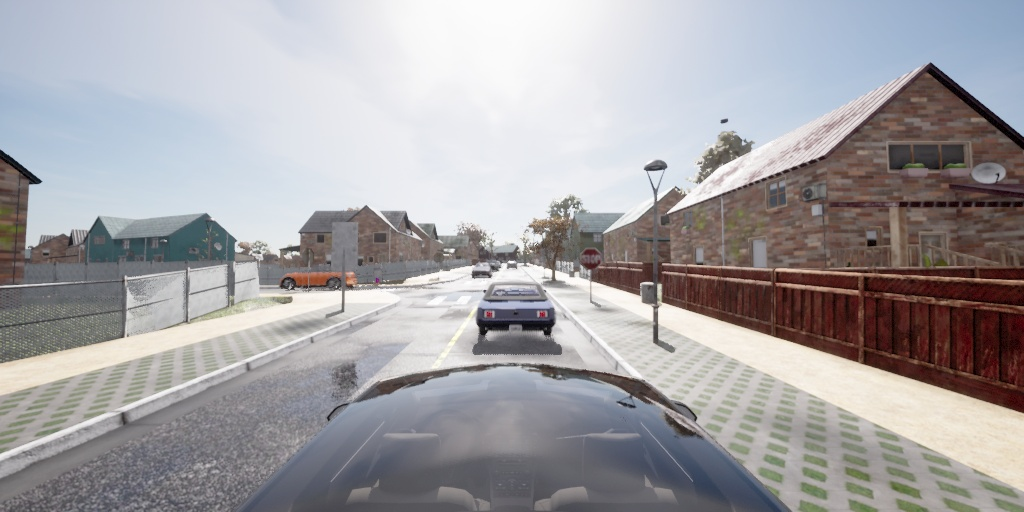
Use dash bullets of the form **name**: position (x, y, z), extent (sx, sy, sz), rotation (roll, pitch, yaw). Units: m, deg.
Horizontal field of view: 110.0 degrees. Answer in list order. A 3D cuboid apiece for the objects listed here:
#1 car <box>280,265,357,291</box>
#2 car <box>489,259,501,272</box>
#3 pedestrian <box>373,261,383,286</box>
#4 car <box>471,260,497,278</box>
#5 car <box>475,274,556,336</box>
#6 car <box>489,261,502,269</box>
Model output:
- **car**: position (-12.877, 1.365, 23.922), extent (4.553, 1.767, 2.097), rotation (-1, -3, 3)
- **car**: position (-2.912, 1.268, 50.226), extent (2.097, 1.767, 4.553), rotation (0, 0, 0)
- **pedestrian**: position (-9.950, 1.238, 26.532), extent (0.375, 1.860, 0.375), rotation (0, -2, 5)
- **car**: position (-2.903, 1.395, 35.705), extent (2.033, 1.411, 5.357), rotation (0, 0, 0)
- **car**: position (0.087, 1.367, 10.442), extent (1.895, 1.301, 4.718), rotation (0, 0, 0)
- **car**: position (-2.898, 1.558, 65.054), extent (2.033, 1.411, 5.357), rotation (0, 0, 0)
